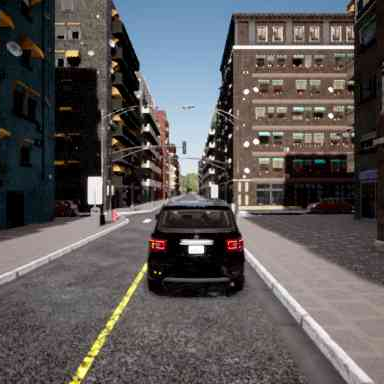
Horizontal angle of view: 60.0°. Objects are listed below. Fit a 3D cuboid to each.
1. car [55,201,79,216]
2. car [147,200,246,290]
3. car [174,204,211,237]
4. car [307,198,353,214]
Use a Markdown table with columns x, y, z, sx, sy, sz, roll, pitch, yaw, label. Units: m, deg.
| x | y | z | sx | sy | sz | roll | pitch | yaw | label |
| --- | --- | --- | --- | --- | --- | --- | --- | --- | --- |
| -13.556 | 1.578 | 33.075 | 4.097 | 1.590 | 1.967 | -1 | 0 | 0 | car |
| 0.092 | 1.223 | 9.197 | 2.150 | 2.045 | 5.566 | 0 | 0 | 0 | car |
| -0.009 | 1.509 | 19.020 | 1.837 | 1.490 | 4.892 | 0 | 0 | -1 | car |
| 13.549 | 1.320 | 33.005 | 4.097 | 1.590 | 1.967 | -1 | 0 | 0 | car |
